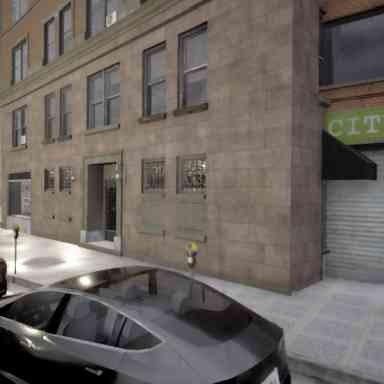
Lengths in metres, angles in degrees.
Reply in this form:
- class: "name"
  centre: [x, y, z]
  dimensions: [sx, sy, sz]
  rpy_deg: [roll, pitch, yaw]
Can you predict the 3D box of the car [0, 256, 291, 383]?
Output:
- class: "car"
  centre: [-1.072, 1.565, 3.836]
  dimensions: [4.313, 1.339, 1.947]
  rpy_deg: [0, 1, 35]
